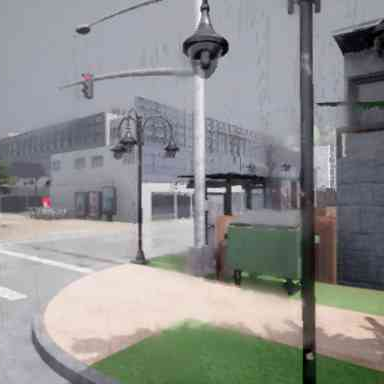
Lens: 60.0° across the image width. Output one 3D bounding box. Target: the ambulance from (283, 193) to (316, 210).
[{"bbox_3d":[12.407,1.349,37.293,2.351,2.431,6.366,-1,-1,40],"label":"ambulance"}]
